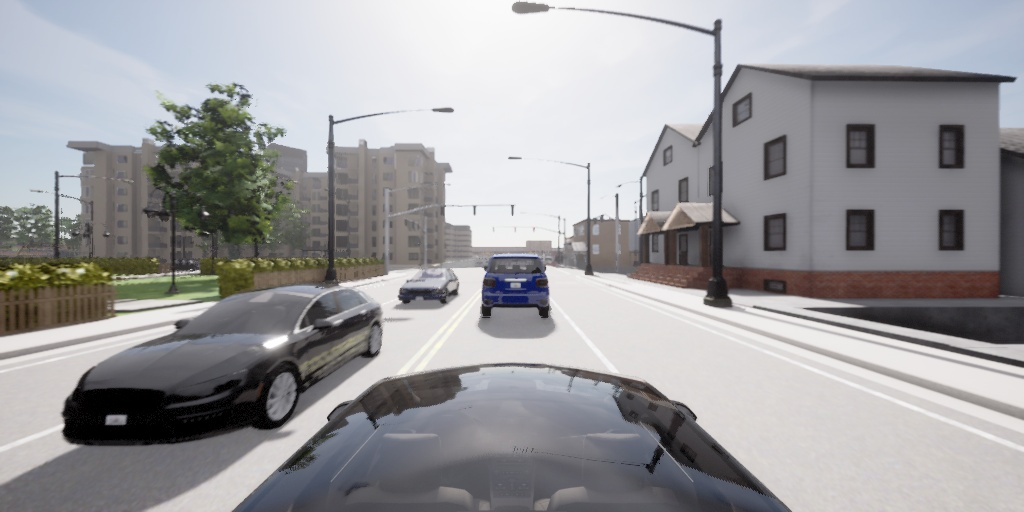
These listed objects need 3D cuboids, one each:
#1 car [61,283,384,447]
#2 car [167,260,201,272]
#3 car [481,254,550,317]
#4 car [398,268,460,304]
[{"bbox_3d":[-3.595,1.246,5.687,1.837,1.490,4.892,0,0,0],"label":"car"},{"bbox_3d":[-39.848,1.166,44.234,4.674,1.442,1.812,0,0,1],"label":"car"},{"bbox_3d":[0.110,0.945,13.114,2.150,2.045,5.566,0,0,0],"label":"car"},{"bbox_3d":[-3.571,1.263,16.530,2.033,1.411,5.357,0,0,0],"label":"car"}]
